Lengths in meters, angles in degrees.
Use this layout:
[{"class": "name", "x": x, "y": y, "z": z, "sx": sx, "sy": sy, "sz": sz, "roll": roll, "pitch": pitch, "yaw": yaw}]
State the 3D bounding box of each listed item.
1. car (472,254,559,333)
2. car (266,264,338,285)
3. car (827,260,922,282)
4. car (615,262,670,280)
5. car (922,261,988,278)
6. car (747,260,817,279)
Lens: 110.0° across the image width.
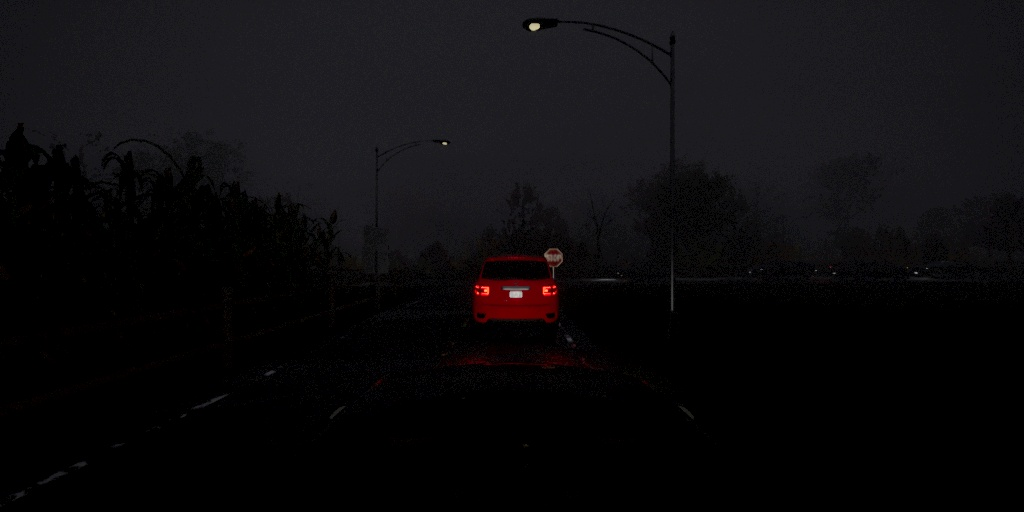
[{"class": "car", "x": 0.095, "y": 0.969, "z": 10.833, "sx": 2.150, "sy": 2.045, "sz": 5.566, "roll": 0, "pitch": 0, "yaw": 0}, {"class": "car", "x": -15.456, "y": 1.336, "z": 26.419, "sx": 5.008, "sy": 1.535, "sz": 1.882, "roll": 0, "pitch": 0, "yaw": 1}, {"class": "car", "x": 25.783, "y": 1.016, "z": 25.943, "sx": 4.902, "sy": 1.511, "sz": 2.128, "roll": 0, "pitch": 0, "yaw": 1}, {"class": "car", "x": 10.542, "y": 1.201, "z": 28.953, "sx": 4.181, "sy": 1.385, "sz": 1.994, "roll": -1, "pitch": 0, "yaw": -2}, {"class": "car", "x": 34.686, "y": 1.032, "z": 28.783, "sx": 4.718, "sy": 1.301, "sz": 1.895, "roll": 0, "pitch": 0, "yaw": 1}, {"class": "car", "x": 21.701, "y": 1.036, "z": 28.941, "sx": 4.902, "sy": 1.511, "sz": 2.128, "roll": 0, "pitch": 0, "yaw": 1}]
